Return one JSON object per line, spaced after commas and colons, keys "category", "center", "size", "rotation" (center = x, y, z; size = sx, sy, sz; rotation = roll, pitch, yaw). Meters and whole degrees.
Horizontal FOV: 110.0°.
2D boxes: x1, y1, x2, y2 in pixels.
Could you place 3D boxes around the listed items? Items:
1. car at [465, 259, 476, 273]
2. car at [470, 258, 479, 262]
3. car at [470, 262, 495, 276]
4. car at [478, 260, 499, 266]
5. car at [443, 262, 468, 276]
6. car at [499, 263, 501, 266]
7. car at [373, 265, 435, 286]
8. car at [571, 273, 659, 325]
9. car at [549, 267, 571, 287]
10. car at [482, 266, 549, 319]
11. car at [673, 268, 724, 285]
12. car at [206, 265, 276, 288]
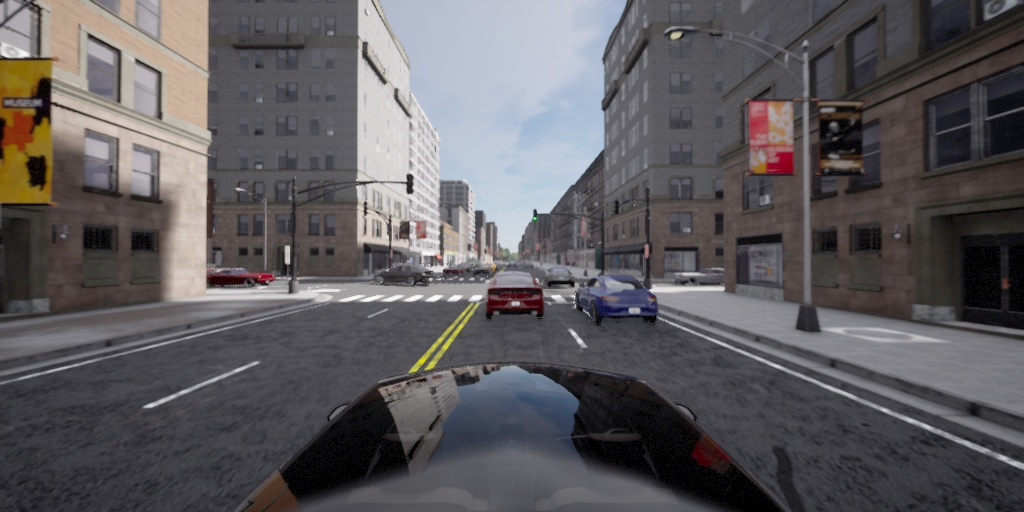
{"category": "car", "center": [-6.540, 1.598, 50.056], "size": [1.837, 1.490, 4.892], "rotation": [0, 0, 0]}
{"category": "car", "center": [-6.466, 1.382, 59.879], "size": [2.150, 2.045, 5.566], "rotation": [0, 0, 1]}
{"category": "car", "center": [-3.306, 1.631, 40.998], "size": [1.895, 1.301, 4.718], "rotation": [0, 0, 0]}
{"category": "car", "center": [-3.286, 1.573, 50.391], "size": [1.882, 1.535, 5.008], "rotation": [0, 0, 0]}
{"category": "car", "center": [-6.567, 1.631, 40.953], "size": [1.895, 1.301, 4.718], "rotation": [0, 0, 0]}
{"category": "car", "center": [-3.217, 1.666, 59.980], "size": [1.837, 1.490, 4.892], "rotation": [0, 0, 0]}
{"category": "car", "center": [-8.160, 1.433, 26.951], "size": [4.892, 1.490, 1.837], "rotation": [0, -4, 22]}
{"category": "car", "center": [3.366, 1.349, 12.109], "size": [1.812, 1.442, 4.674], "rotation": [0, 0, 0]}
{"category": "car", "center": [3.365, 1.489, 26.317], "size": [1.994, 1.385, 4.181], "rotation": [0, 0, 0]}
{"category": "car", "center": [0.025, 1.309, 13.309], "size": [1.882, 1.535, 5.008], "rotation": [0, 0, -2]}
{"category": "car", "center": [15.076, 1.583, 27.720], "size": [4.718, 1.301, 1.895], "rotation": [0, -1, 1]}
{"category": "car", "center": [-19.250, 1.492, 24.935], "size": [4.718, 1.301, 1.895], "rotation": [0, -1, -2]}
